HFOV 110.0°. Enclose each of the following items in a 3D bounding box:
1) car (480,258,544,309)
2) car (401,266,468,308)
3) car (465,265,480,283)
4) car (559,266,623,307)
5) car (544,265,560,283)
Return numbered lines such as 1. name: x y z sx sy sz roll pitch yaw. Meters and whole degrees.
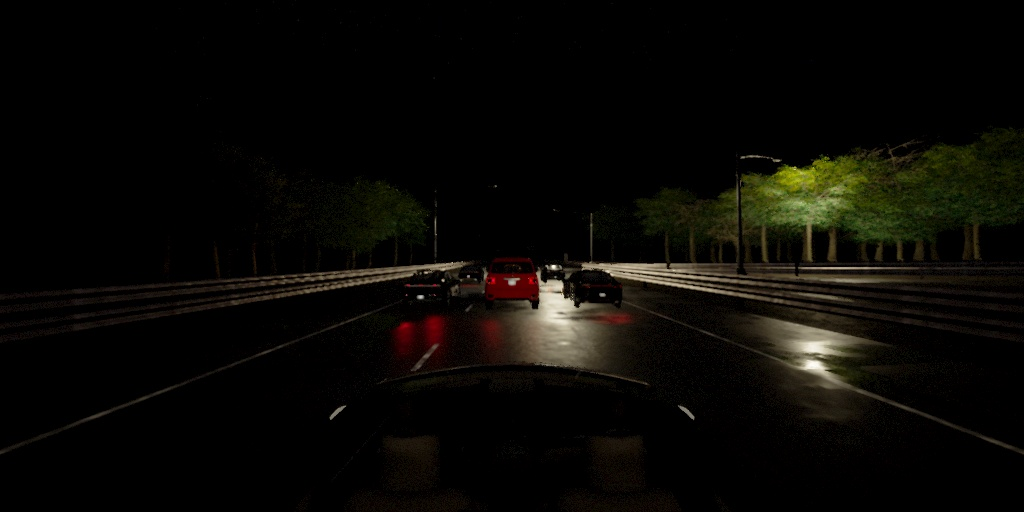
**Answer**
1. car: 0.004 1.098 15.848 2.150 2.045 5.566 0 0 0
2. car: -3.491 1.377 16.147 2.128 1.511 4.902 0 0 0
3. car: -3.486 1.497 31.315 1.882 1.535 5.008 0 0 0
4. car: 3.510 1.364 16.329 1.882 1.535 5.008 0 0 0
5. car: 3.511 1.511 31.135 2.128 1.511 4.902 0 0 0
